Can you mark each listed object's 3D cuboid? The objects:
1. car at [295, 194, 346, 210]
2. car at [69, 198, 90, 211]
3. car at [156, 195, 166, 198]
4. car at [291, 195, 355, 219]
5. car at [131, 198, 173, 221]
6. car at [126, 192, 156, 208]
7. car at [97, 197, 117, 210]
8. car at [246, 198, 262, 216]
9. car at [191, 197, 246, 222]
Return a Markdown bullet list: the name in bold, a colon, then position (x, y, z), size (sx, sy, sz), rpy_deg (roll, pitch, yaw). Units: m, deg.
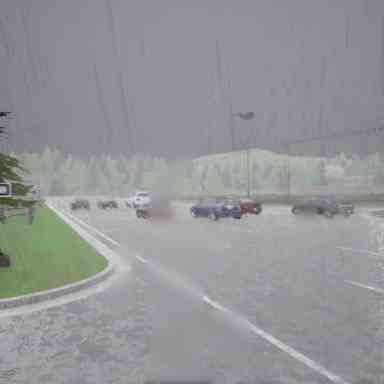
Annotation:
- **car**: position (12.907, 1.000, 33.602), size (4.674, 1.442, 1.812), rpy_deg (-1, 1, 23)
- **car**: position (-13.453, 1.469, 39.735), size (1.837, 1.490, 4.892), rpy_deg (-1, 1, -26)
- **car**: position (-4.676, 1.217, 45.714), size (1.882, 1.535, 5.008), rpy_deg (-1, 0, -26)
- **car**: position (9.412, 1.107, 24.367), size (2.128, 1.511, 4.902), rpy_deg (-1, 0, -26)
- **car**: position (-3.054, 1.420, 26.102), size (1.994, 1.385, 4.181), rpy_deg (-1, 1, -26)
- **car**: position (-6.757, 1.033, 41.945), size (2.150, 2.045, 5.566), rpy_deg (-1, 1, -26)
- **car**: position (-10.785, 1.416, 42.256), size (1.812, 1.442, 4.674), rpy_deg (-1, 0, -25)
- **car**: position (3.806, 1.180, 27.973), size (1.882, 1.535, 5.008), rpy_deg (-1, 1, -26)
- **car**: position (1.622, 1.125, 24.426), size (2.097, 1.767, 4.553), rpy_deg (-1, 0, -26)
